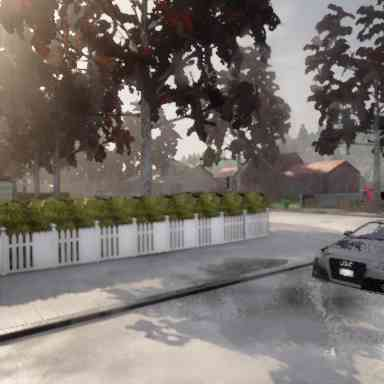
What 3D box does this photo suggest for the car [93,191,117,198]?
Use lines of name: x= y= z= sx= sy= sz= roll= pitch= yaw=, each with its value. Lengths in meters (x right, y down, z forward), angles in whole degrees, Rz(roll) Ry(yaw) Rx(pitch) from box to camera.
car: x=-12.682 y=0.877 z=48.517 sx=2.150 sy=2.045 sz=5.566 roll=-1 pitch=1 yaw=-35

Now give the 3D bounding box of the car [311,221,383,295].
car: x=4.736 y=1.402 z=7.870 sx=4.181 sy=1.385 sz=1.994 roll=-1 pitch=1 yaw=-36
